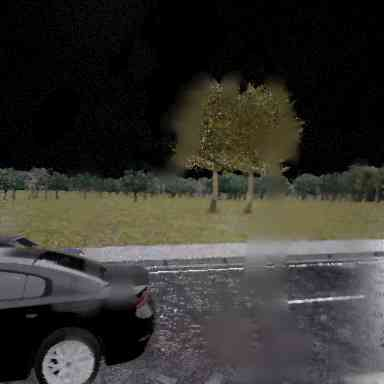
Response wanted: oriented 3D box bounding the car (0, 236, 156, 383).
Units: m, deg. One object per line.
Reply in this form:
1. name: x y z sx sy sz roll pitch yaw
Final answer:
1. car: -2.985 1.496 4.279 5.008 1.535 1.882 1 -1 -14
